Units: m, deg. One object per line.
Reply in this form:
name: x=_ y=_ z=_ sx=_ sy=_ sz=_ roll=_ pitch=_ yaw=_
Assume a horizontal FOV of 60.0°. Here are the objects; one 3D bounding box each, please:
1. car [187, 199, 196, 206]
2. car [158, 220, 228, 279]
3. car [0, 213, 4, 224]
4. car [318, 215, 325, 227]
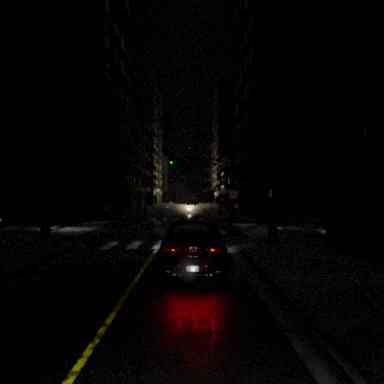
car: x=-0.028 y=2.488 z=80.600 sx=2.097 sy=1.767 sz=4.553 roll=0 pitch=-1 yaw=0
car: x=0.038 y=1.640 z=10.483 sx=1.837 sy=1.490 sz=4.892 roll=0 pitch=-1 yaw=0
car: x=-15.225 y=1.589 z=22.275 sx=4.902 sy=1.511 sz=2.128 roll=1 pitch=0 yaw=1
car: x=12.349 y=2.040 z=25.682 sx=5.008 sy=1.535 sz=1.882 roll=1 pitch=0 yaw=0
